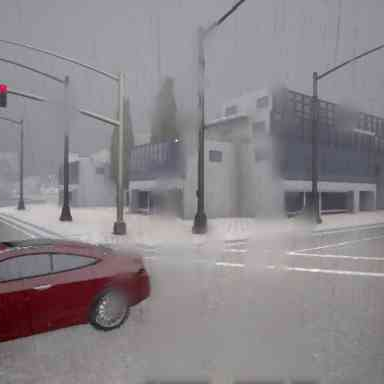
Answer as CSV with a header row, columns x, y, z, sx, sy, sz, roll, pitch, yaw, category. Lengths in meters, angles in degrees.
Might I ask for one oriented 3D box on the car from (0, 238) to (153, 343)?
x,y,z,sx,sy,sz,roll,pitch,yaw,category
-2.862,1.522,5.270,4.674,1.442,1.812,0,0,-37,car
